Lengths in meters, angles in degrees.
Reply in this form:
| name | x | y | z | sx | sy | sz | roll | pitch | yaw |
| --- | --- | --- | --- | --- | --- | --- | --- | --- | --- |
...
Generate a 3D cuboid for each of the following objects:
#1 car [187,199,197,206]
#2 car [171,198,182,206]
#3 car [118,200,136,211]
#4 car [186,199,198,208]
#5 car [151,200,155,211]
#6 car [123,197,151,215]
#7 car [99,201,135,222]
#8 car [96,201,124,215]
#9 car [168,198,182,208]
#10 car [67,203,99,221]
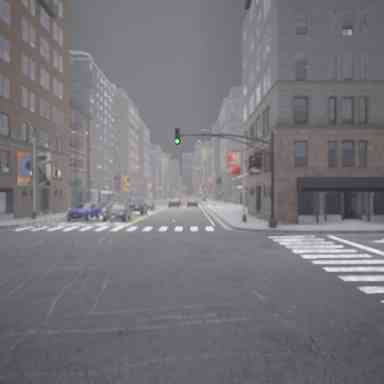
| name | x | y | z | sx | sy | sz | roll | pitch | yaw |
| --- | --- | --- | --- | --- | --- | --- | --- | --- | --- |
| car | 0.055 | 2.164 | 69.438 | 1.994 | 1.385 | 4.181 | 0 | -1 | 0 |
| car | -3.195 | 2.090 | 69.442 | 1.882 | 1.535 | 5.008 | 0 | -1 | 0 |
| car | -9.800 | 1.981 | 50.410 | 1.837 | 1.490 | 4.892 | 0 | -1 | 0 |
| car | 0.047 | 2.041 | 58.989 | 1.882 | 1.535 | 5.008 | 0 | -1 | 0 |
| car | -6.552 | 1.958 | 49.445 | 2.128 | 1.511 | 4.902 | 0 | -1 | 0 |
| car | -6.558 | 1.588 | 39.289 | 2.150 | 2.045 | 5.566 | 0 | -1 | 0 |
| car | -6.568 | 1.798 | 29.584 | 1.812 | 1.442 | 4.674 | 0 | -1 | -2 |
| car | -9.805 | 1.865 | 39.981 | 2.128 | 1.511 | 4.902 | 0 | -1 | 0 |
| car | -3.203 | 2.041 | 59.025 | 1.882 | 1.535 | 5.008 | 0 | -1 | 0 |
| car | -9.810 | 1.758 | 30.478 | 1.882 | 1.535 | 5.008 | 0 | -1 | 0 |
